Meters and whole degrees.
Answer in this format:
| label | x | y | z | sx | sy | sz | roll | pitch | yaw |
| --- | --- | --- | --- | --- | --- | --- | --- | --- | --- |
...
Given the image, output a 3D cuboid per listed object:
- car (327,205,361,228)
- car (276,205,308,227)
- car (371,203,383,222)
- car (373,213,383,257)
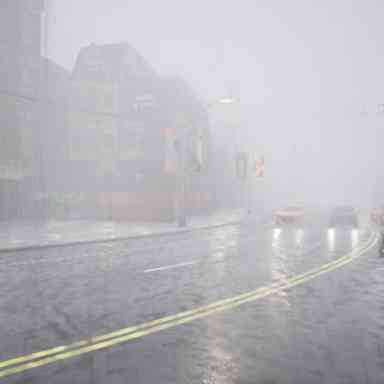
| label | x | y | z | sx | sy | sz | roll | pitch | yaw |
| --- | --- | --- | --- | --- | --- | --- | --- | --- | --- |
| car | 11.342 | 1.779 | 24.894 | 1.837 | 1.490 | 4.892 | 0 | -1 | 24 |
| car | 7.737 | 1.728 | 25.452 | 1.882 | 1.535 | 5.008 | 0 | -1 | 25 |
| car | 15.727 | 1.664 | 26.440 | 2.097 | 1.767 | 4.553 | 0 | -1 | 19 |
| car | 8.500 | 1.665 | 12.851 | 1.837 | 1.490 | 4.892 | 0 | 0 | 37 |
